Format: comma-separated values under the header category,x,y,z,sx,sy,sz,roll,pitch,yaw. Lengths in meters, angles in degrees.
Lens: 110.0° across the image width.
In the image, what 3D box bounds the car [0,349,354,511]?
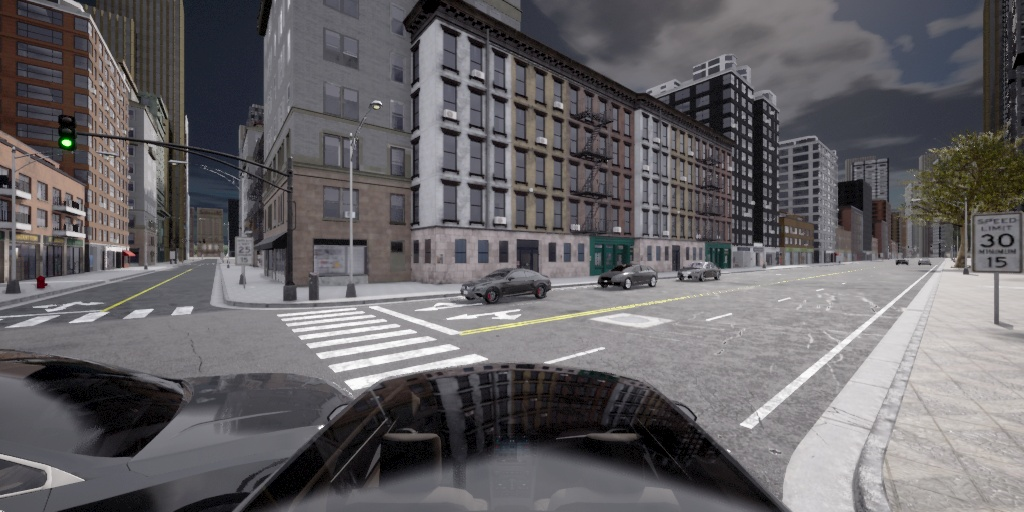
category,x,y,z,sx,sy,sz,roll,pitch,yaw
car,-3.235,1.257,1.671,4.892,1.490,1.837,0,0,-35

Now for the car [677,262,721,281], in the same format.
category,x,y,z,sx,sy,sz,roll,pitch,yaw
car,15.438,1.233,29.481,4.902,1.511,2.128,0,0,-39

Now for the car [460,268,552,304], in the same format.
category,x,y,z,sx,sy,sz,roll,pitch,yaw
car,-0.166,1.285,16.667,4.674,1.442,1.812,0,0,-39

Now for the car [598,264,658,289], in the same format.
category,x,y,z,sx,sy,sz,roll,pitch,yaw
car,7.478,1.256,22.950,4.892,1.490,1.837,0,0,-39
